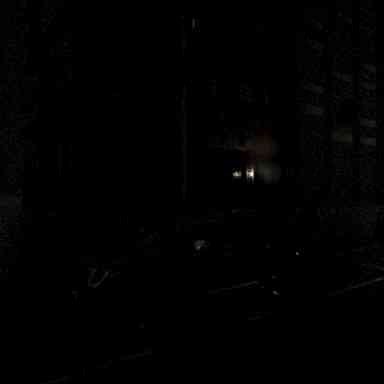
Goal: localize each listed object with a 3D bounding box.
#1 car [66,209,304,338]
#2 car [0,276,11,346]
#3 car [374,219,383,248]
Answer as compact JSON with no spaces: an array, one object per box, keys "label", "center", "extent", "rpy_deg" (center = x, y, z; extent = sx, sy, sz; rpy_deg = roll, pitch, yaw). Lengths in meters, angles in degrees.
[{"label":"car","center":[0.175,1.309,6.779],"extent":[5.009,1.841,2.192],"rpy_deg":[0,0,-36]},{"label":"car","center":[-4.415,1.554,3.502],"extent":[4.403,1.369,2.008],"rpy_deg":[0,0,-36]},{"label":"car","center":[9.358,1.291,13.332],"extent":[5.009,1.841,2.192],"rpy_deg":[0,0,-36]}]
